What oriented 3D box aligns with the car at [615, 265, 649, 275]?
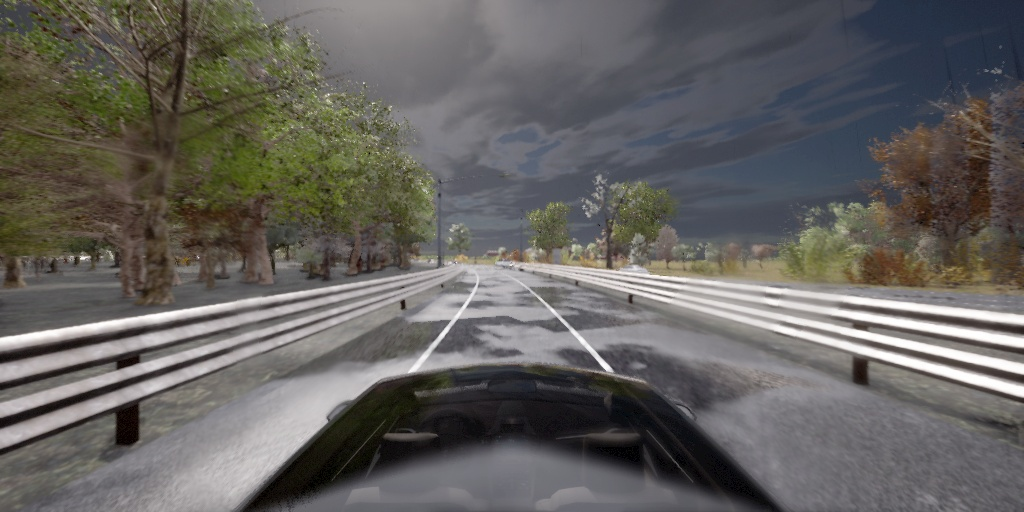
[{"bbox_3d":[14.461,1.824,43.484,1.812,1.442,4.674,0,0,-23],"label":"car"}]
